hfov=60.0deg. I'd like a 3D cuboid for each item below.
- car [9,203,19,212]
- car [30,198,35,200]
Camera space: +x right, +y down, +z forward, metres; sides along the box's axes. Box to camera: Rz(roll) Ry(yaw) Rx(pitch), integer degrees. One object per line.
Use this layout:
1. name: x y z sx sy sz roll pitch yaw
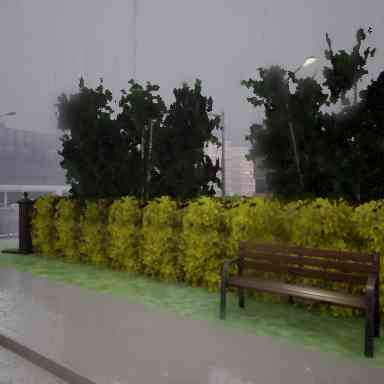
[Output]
1. car: -18.569 1.478 38.325 1.812 1.442 4.674 0 0 33
2. car: -15.847 1.514 36.090 1.994 1.385 4.181 0 0 35
